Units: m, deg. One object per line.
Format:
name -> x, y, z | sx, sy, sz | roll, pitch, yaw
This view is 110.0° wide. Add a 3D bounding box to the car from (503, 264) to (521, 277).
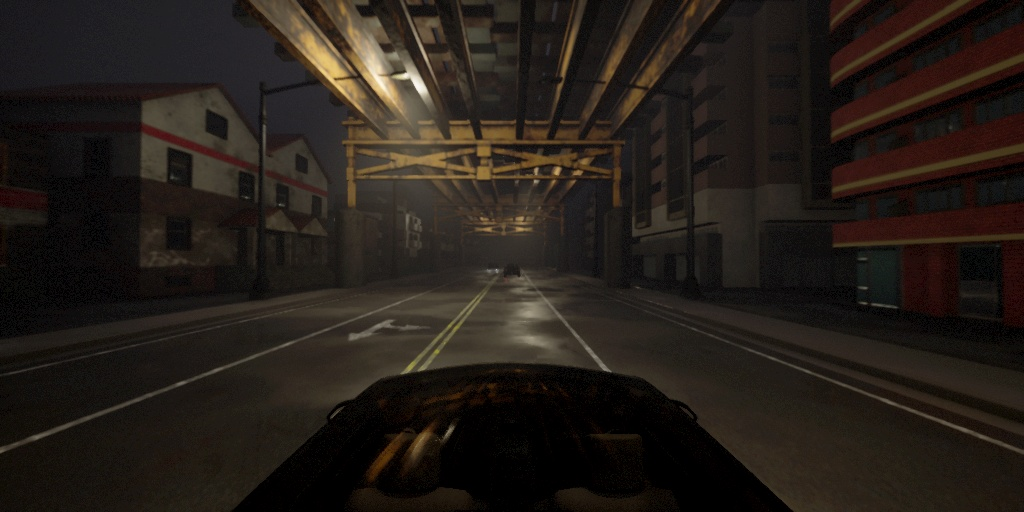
car -> 0.005, 1.666, 41.627 | 1.812, 1.442, 4.674 | 0, 0, 0
